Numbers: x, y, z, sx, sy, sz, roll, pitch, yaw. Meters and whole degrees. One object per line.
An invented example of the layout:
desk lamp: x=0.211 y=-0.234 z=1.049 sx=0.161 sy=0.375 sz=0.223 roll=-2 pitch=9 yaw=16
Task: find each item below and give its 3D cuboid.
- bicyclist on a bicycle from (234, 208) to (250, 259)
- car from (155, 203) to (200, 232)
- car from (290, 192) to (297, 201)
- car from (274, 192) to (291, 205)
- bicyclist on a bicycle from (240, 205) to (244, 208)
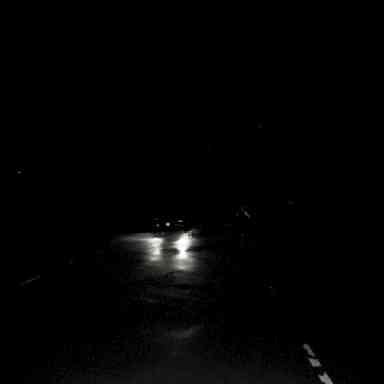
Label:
bicyclist on a bicycle: x=1.736 y=1.486 z=11.599 sx=0.582 sy=1.620 sz=1.656 roll=1 pitch=0 yaw=7
car: x=-0.770 y=1.477 z=20.081 sx=1.837 sy=1.490 sz=4.892 roll=0 pitch=0 yaw=12
car: x=21.140 y=1.078 z=70.937 sx=1.837 sy=1.490 sz=4.892 roll=1 pitch=1 yaw=22
car: x=14.595 y=1.253 z=54.479 sx=1.882 sy=1.535 sz=5.008 roll=1 pitch=1 yaw=22
bicyclist on a bicycle: x=2.482 y=1.465 z=16.511 sx=0.866 sy=1.612 sz=1.509 roll=1 pitch=0 yaw=10
